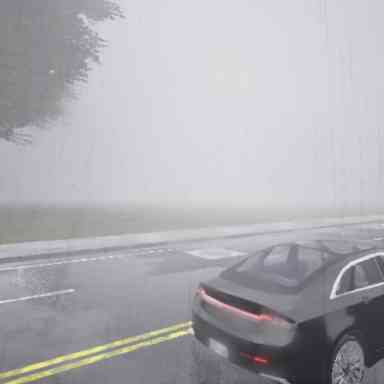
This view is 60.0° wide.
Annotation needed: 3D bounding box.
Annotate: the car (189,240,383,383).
[{"bbox_3d":[2.265,1.493,5.055,4.902,1.511,2.128,0,0,-36],"label":"car"}]
